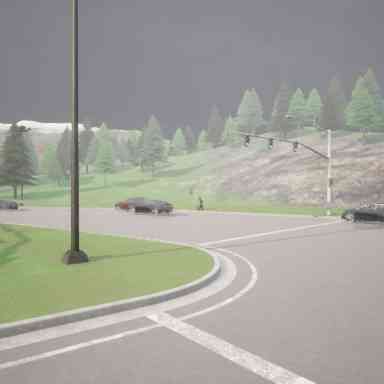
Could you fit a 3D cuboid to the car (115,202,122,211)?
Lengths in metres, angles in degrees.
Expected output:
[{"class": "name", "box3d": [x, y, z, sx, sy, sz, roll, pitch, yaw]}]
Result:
[{"class": "car", "box3d": [-6.657, 1.352, 38.350, 4.553, 1.767, 2.097, 0, 0, 31]}]

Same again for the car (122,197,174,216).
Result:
[{"class": "car", "box3d": [-4.098, 1.492, 32.604, 4.902, 1.511, 2.128, 0, 0, 33]}]

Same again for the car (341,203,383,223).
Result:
[{"class": "car", "box3d": [12.861, 1.493, 23.074, 2.128, 1.511, 4.902, 0, 0, -34]}]

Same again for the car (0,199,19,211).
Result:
[{"class": "car", "box3d": [-23.574, 1.564, 40.767, 4.181, 1.385, 1.994, 0, 0, 11]}]

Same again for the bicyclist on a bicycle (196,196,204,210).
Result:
[{"class": "bicyclist on a bicycle", "box3d": [0.929, 1.302, 38.432, 0.582, 1.620, 1.656, 0, 0, 34]}]
